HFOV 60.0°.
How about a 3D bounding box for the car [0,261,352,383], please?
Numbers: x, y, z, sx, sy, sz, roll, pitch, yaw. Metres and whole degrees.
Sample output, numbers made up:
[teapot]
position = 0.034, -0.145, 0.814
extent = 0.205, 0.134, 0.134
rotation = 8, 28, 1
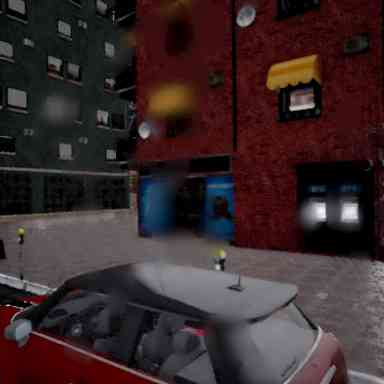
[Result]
[car]
position = -0.685, 1.465, 3.367
extent = 4.097, 1.590, 1.967
rotation = -1, -1, 35
